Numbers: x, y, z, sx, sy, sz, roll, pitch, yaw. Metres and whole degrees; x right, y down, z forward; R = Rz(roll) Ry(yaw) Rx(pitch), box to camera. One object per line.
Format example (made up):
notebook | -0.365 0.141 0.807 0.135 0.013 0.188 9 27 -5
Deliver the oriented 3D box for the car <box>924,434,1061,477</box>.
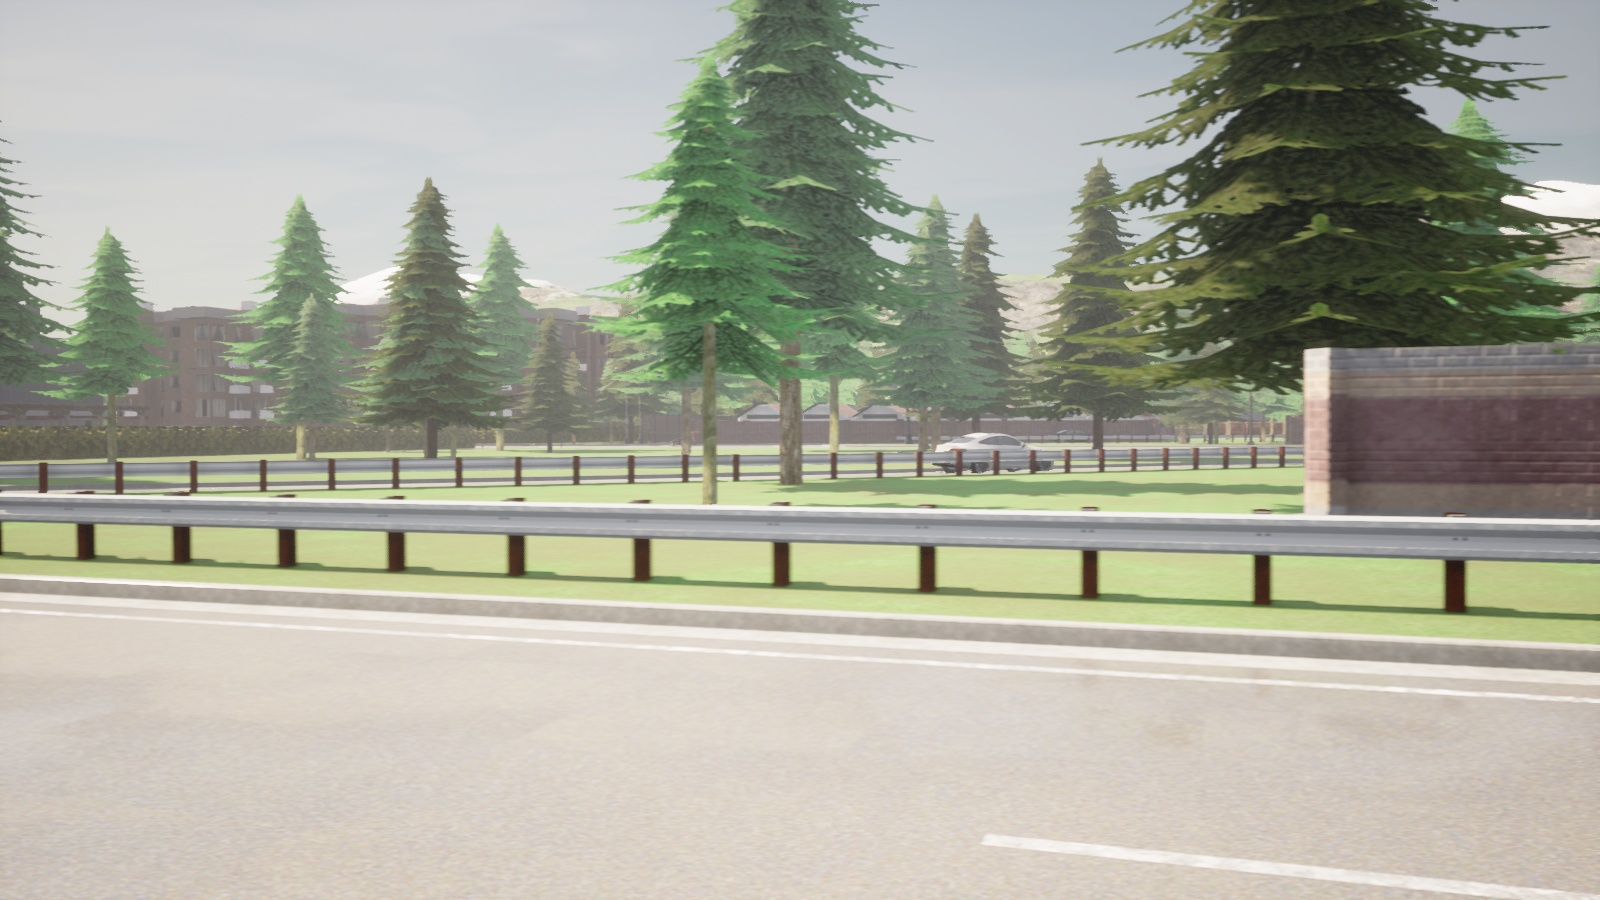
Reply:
car | 6.818 0.169 44.242 4.674 1.442 1.812 0 1 -30
